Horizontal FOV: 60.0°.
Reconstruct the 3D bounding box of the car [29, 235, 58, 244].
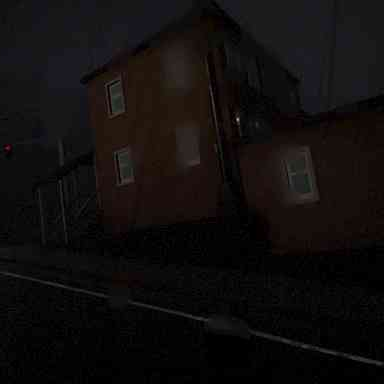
[{"bbox_3d":[-12.107,4.594,29.483,2.128,1.511,4.902,-13,-12,35],"label":"car"}]
